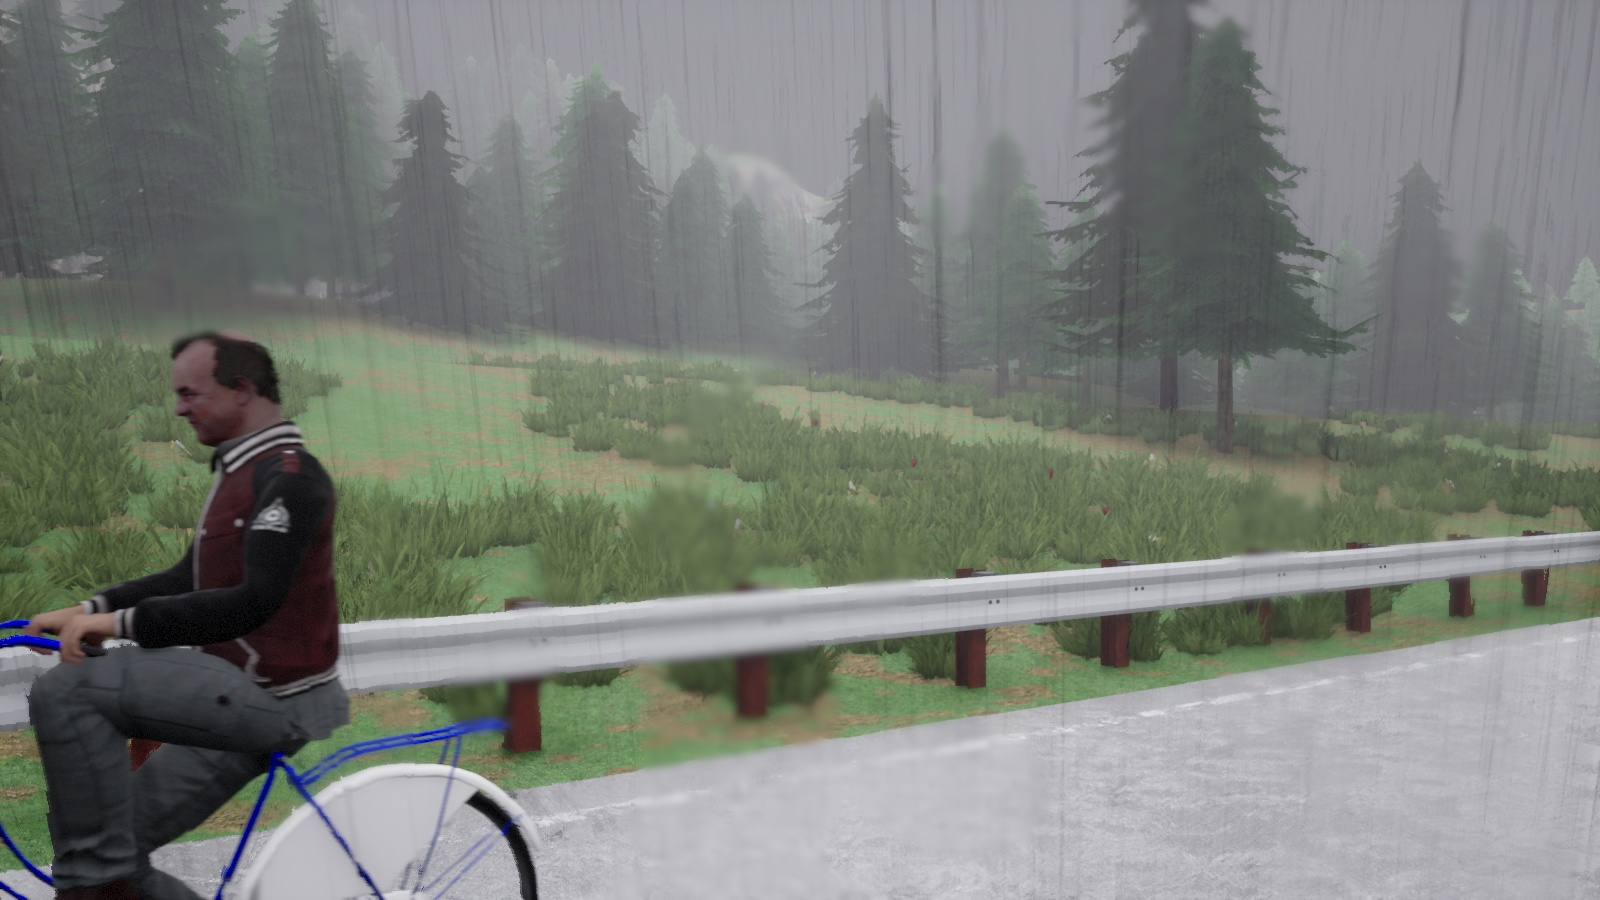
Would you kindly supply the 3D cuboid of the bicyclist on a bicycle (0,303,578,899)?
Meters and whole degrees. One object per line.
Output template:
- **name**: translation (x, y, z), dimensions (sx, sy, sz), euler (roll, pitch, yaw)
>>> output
- **bicyclist on a bicycle**: translation (-1.458, 0.625, 2.644), dimensions (1.843, 1.776, 0.659), euler (0, 0, -35)
